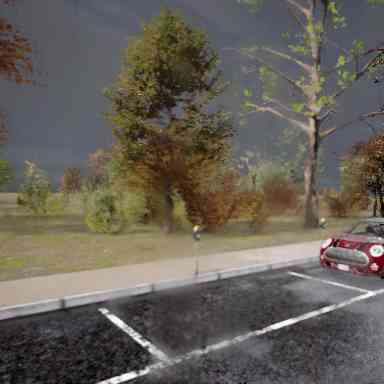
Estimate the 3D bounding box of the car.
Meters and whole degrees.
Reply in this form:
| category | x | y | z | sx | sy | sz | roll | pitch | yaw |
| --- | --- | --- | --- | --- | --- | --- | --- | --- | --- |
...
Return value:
| category | x | y | z | sx | sy | sz | roll | pitch | yaw |
| --- | --- | --- | --- | --- | --- | --- | --- | --- | --- |
| car | 5.742 | 1.539 | 10.189 | 4.097 | 1.590 | 1.967 | 1 | 0 | -36 |
